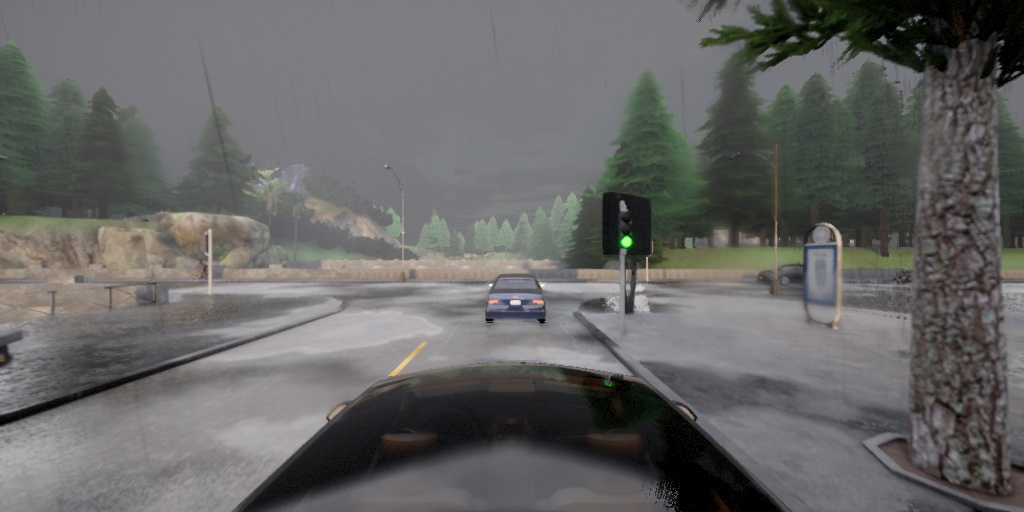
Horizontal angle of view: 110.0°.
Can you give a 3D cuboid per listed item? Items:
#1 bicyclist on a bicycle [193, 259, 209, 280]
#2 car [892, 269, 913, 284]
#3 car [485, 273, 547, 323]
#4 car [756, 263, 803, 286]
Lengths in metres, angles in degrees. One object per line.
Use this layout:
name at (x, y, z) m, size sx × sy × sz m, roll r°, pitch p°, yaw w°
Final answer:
bicyclist on a bicycle at (-24.511, 1.074, 28.367) m, size 0.582 × 1.620 × 1.656 m, roll 0°, pitch 0°, yaw 0°
car at (28.408, 1.295, 24.148) m, size 4.181 × 1.385 × 1.994 m, roll 0°, pitch 0°, yaw 0°
car at (0.161, 1.288, 12.110) m, size 2.033 × 1.411 × 5.357 m, roll 0°, pitch 0°, yaw 2°
car at (19.204, 1.235, 24.153) m, size 4.892 × 1.490 × 1.837 m, roll 0°, pitch 0°, yaw 0°
